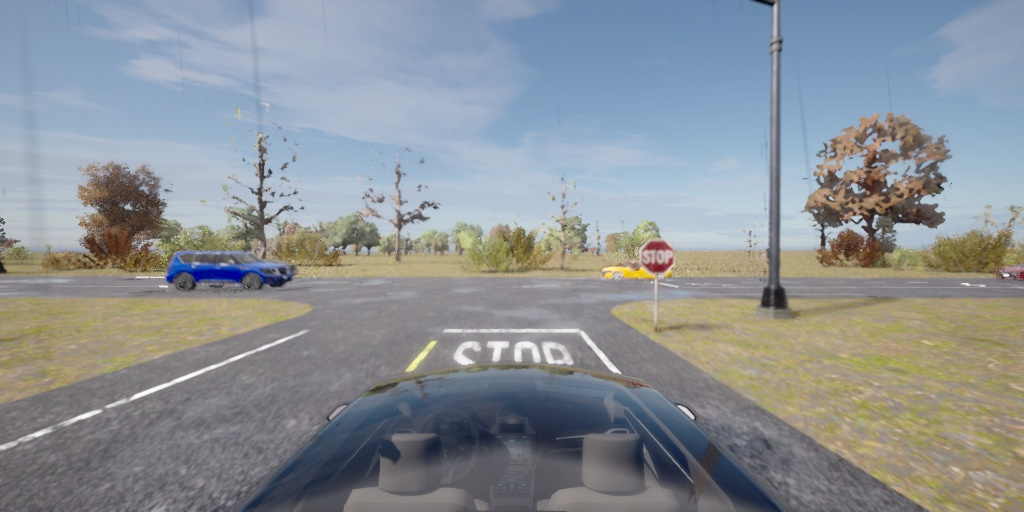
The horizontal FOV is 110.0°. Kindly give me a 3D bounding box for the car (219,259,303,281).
[{"bbox_3d":[-17.918,0.969,25.753,4.674,1.442,1.812,0,1,-2],"label":"car"}]

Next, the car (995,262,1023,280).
[{"bbox_3d":[40.158,1.155,27.395,5.008,1.535,1.882,-1,1,-2],"label":"car"}]

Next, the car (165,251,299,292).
[{"bbox_3d":[-14.748,0.758,18.844,5.566,2.045,2.150,0,1,-2],"label":"car"}]

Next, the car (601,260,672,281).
[{"bbox_3d":[9.130,1.073,26.479,5.008,1.535,1.882,0,1,-2],"label":"car"}]
